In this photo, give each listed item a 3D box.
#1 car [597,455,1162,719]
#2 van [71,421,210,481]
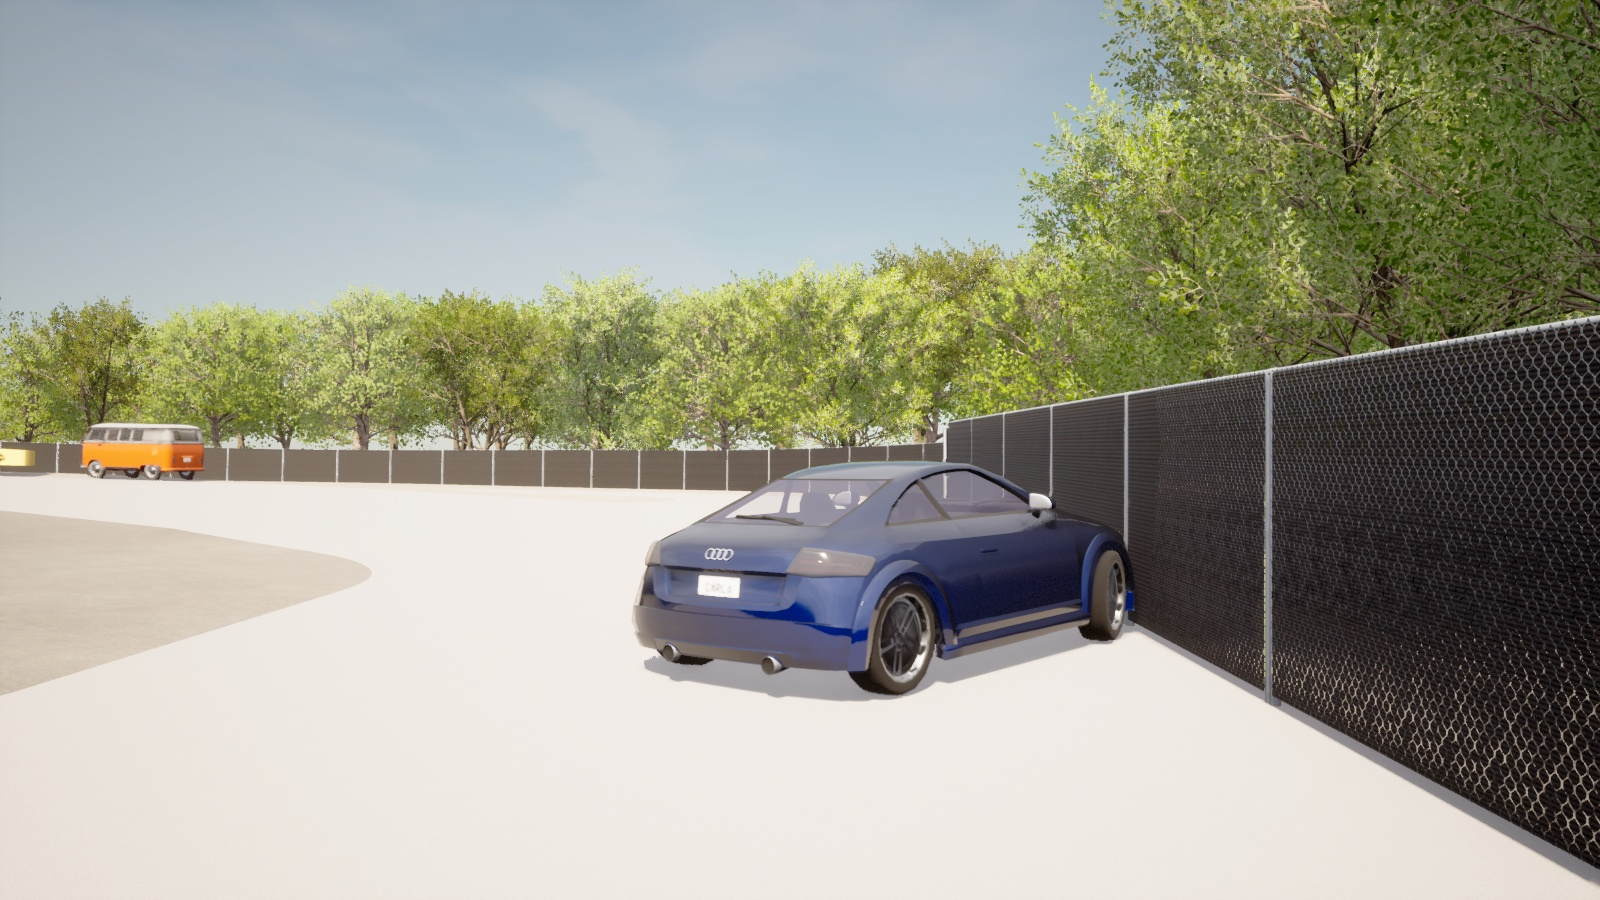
[{"bbox_3d":[0.797,0.765,9.099,1.994,1.385,4.181,-1,0,40],"label":"car"},{"bbox_3d":[-23.347,0.014,44.452,4.442,1.987,1.775,1,0,19],"label":"van"}]
